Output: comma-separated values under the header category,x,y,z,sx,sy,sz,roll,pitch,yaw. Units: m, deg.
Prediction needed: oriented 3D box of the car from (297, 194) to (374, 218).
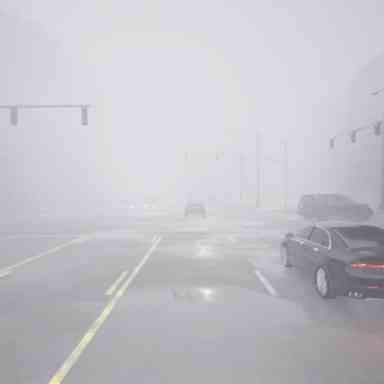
category,x,y,z,sx,sy,sz,roll,pitch,yaw
car,10.887,1.166,25.403,5.566,2.045,2.150,0,-1,-7

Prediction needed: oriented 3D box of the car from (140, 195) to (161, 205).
category,x,y,z,sx,sy,sz,roll,pitch,yaw
car,-6.702,1.448,54.247,1.994,1.385,4.181,0,0,1

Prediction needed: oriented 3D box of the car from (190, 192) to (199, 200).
category,x,y,z,sx,sy,sz,roll,pitch,yaw
car,0.565,0.931,84.649,2.150,2.045,5.566,0,0,0

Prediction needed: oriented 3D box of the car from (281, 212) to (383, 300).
category,x,y,z,sx,sy,sz,roll,pitch,yaw
car,3.622,1.488,8.322,1.837,1.490,4.892,0,1,0

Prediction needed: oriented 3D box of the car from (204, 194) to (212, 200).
category,x,y,z,sx,sy,sz,roll,pitch,yaw
car,4.064,1.258,84.596,1.994,1.385,4.181,0,0,0

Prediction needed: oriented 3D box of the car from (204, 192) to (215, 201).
category,x,y,z,sx,sy,sz,roll,pitch,yaw
car,3.994,1.331,74.178,1.837,1.490,4.892,0,0,0

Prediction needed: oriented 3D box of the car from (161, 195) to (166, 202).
category,x,y,z,sx,sy,sz,roll,pitch,yaw
car,-6.538,1.376,69.458,1.812,1.442,4.674,0,0,0

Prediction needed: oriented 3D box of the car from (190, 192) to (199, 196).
category,x,y,z,sx,sy,sz,roll,pitch,yaw
car,0.497,1.186,74.588,2.097,1.767,4.553,0,0,0

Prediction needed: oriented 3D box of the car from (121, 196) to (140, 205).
category,x,y,z,sx,sy,sz,roll,pitch,yaw
car,-10.200,1.410,54.225,1.812,1.442,4.674,0,0,1

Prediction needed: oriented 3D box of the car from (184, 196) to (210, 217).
category,x,y,z,sx,sy,sz,roll,pitch,yaw
car,0.294,1.426,30.404,2.128,1.511,4.902,0,0,0
